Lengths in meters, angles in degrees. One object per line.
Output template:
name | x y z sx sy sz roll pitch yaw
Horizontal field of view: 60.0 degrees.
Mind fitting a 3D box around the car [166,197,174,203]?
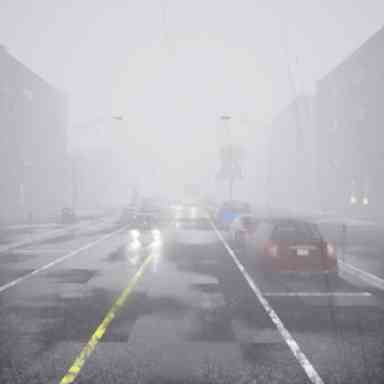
car | -5.691 2.054 87.680 1.802 1.307 4.206 -1 0 0

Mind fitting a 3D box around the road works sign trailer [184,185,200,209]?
road works sign trailer | 0.012 0.739 50.679 2.380 3.560 2.880 0 0 0

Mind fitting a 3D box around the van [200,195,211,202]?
van | 2.687 1.635 54.393 1.690 1.788 3.998 -1 0 0

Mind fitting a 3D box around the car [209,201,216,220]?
car | 2.688 1.690 26.651 1.887 1.381 4.507 -1 0 0

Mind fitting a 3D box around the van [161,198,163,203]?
van | -5.694 1.606 48.843 1.690 1.788 3.998 -1 0 0

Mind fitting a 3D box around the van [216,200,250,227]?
van | 2.686 1.456 21.104 1.690 1.788 3.998 -1 0 0

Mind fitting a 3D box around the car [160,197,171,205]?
car | -5.693 1.824 71.036 1.967 1.590 4.097 -1 0 0

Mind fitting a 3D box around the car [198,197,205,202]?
car | 2.690 2.027 93.399 1.752 1.417 4.829 -1 0 0

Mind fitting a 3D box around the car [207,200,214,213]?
car | 2.688 1.757 32.199 1.802 1.307 4.206 -1 0 0

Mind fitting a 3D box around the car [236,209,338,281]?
car | 2.686 1.495 10.006 1.967 1.590 4.097 -1 0 0

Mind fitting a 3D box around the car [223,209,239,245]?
car | 2.688 1.667 15.554 1.802 1.307 4.206 -1 0 0

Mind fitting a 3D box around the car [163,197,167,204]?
car | -5.693 1.735 54.391 1.967 1.590 4.097 -1 0 0

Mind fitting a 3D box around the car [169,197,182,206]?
car | -3.011 1.950 64.841 1.895 1.301 4.718 0 0 0

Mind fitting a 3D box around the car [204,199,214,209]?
car | 2.689 1.787 37.747 1.802 1.307 4.206 -1 0 0

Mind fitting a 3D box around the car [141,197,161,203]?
car | -5.694 1.550 43.295 2.192 1.841 5.009 -1 0 0

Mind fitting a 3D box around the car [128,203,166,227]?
car | -3.098 1.733 24.226 1.895 1.301 4.718 0 0 0

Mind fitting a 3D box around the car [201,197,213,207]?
car | 2.689 1.846 48.844 1.802 1.307 4.206 -1 0 0

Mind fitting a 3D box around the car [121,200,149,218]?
car | -5.692 1.726 32.197 2.008 1.369 4.403 -1 0 0

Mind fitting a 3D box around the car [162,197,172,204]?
car | -5.691 1.958 76.584 1.887 1.381 4.507 -1 0 0

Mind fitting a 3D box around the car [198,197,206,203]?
car | 2.690 2.037 87.682 1.947 1.339 4.313 -1 0 0

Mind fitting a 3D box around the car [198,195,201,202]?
car | 2.687 1.639 59.942 2.192 1.841 5.009 -1 0 0

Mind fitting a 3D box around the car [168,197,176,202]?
car | -5.691 2.052 93.228 2.008 1.369 4.403 -1 0 0

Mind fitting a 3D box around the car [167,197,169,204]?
car | -5.692 1.869 59.939 1.887 1.381 4.507 -1 0 0
